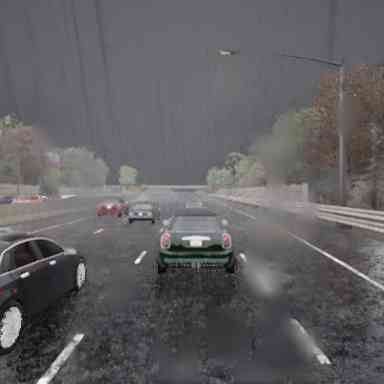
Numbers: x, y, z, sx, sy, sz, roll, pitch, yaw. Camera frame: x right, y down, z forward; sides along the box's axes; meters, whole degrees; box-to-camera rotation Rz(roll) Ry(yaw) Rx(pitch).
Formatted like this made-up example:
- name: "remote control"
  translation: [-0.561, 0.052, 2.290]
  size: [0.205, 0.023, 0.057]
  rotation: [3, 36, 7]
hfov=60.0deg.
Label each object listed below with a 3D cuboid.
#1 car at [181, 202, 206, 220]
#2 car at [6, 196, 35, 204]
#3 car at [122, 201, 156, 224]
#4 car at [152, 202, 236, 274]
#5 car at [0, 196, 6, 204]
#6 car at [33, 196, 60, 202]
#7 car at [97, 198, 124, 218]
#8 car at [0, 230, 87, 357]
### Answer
- name: "car"
  translation: [0.122, 1.544, 28.473]
  size: [1.895, 1.301, 4.718]
  rotation: [0, 0, 0]
- name: "car"
  translation: [-21.050, 1.276, 42.371]
  size: [2.097, 1.767, 4.553]
  rotation: [0, 0, 0]
- name: "car"
  translation: [-3.381, 1.497, 24.265]
  size: [2.033, 1.411, 5.357]
  rotation: [0, 0, 0]
- name: "car"
  translation: [0.108, 1.327, 10.651]
  size: [2.097, 1.767, 4.553]
  rotation: [0, 0, 0]
- name: "car"
  translation: [-24.548, 1.276, 42.412]
  size: [2.097, 1.767, 4.553]
  rotation: [0, 0, 0]
- name: "car"
  translation: [-17.558, 1.527, 41.620]
  size: [1.895, 1.301, 4.718]
  rotation: [0, 0, 0]
- name: "car"
  translation: [-6.880, 1.293, 29.732]
  size: [2.097, 1.767, 4.553]
  rotation: [0, 0, 0]
- name: "car"
  translation: [-3.395, 1.489, 5.977]
  size: [1.837, 1.490, 4.892]
  rotation: [0, 0, 0]
